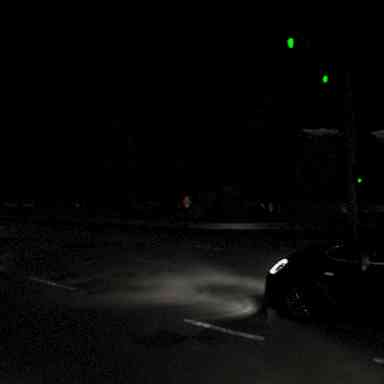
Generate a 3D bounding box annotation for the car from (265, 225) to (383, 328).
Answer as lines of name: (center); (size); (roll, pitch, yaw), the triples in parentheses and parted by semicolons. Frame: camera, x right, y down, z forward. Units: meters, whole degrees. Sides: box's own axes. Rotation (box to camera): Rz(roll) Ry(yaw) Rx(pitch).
car: (3.592, 1.356, 5.730); (4.553, 1.767, 2.097); (-1, -1, 35)
